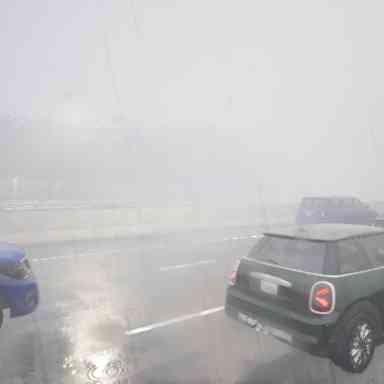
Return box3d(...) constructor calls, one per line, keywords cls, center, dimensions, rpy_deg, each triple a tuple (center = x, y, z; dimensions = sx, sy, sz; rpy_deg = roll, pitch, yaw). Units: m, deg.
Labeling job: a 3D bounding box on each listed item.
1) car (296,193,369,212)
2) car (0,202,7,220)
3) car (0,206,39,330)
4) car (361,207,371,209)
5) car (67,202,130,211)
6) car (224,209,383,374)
box3d(cls="car", center=(7.972, 1.226, 18.001), dimensions=(5.566, 2.045, 2.150), rpy_deg=(0, 0, -35))
box3d(cls="car", center=(-17.279, 1.522, 26.057), dimensions=(4.674, 1.442, 1.812), rpy_deg=(0, 0, -35))
box3d(cls="car", center=(-5.111, 1.220, 4.398), dimensions=(5.566, 2.045, 2.150), rpy_deg=(0, 0, -36))
box3d(cls="car", center=(9.938, 1.510, 15.103), dimensions=(4.892, 1.490, 1.837), rpy_deg=(0, 0, -35))
box3d(cls="car", center=(-7.875, 1.548, 28.437), dimensions=(5.357, 1.411, 2.033), rpy_deg=(0, 0, -35))
box3d(cls="car", center=(2.802, 1.353, 5.867), dimensions=(4.553, 1.767, 2.097), rpy_deg=(0, 0, -35))
